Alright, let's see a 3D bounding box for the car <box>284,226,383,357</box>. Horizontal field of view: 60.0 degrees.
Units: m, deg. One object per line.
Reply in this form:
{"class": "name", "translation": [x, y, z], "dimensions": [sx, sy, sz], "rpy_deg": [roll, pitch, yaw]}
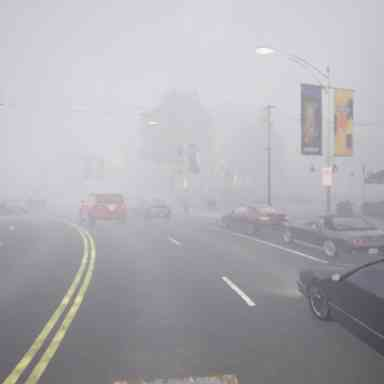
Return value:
{"class": "car", "translation": [3.193, 1.493, 4.083], "dimensions": [2.033, 1.411, 5.357], "rpy_deg": [0, 0, -6]}

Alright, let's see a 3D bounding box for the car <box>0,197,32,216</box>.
{"class": "car", "translation": [-16.684, 1.367, 30.887], "dimensions": [1.812, 1.442, 4.674], "rpy_deg": [-1, 0, -39]}

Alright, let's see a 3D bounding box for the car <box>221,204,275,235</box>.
{"class": "car", "translation": [3.210, 1.352, 17.577], "dimensions": [2.002, 1.452, 4.674], "rpy_deg": [-1, 1, -21]}

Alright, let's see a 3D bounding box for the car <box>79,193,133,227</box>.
{"class": "car", "translation": [-5.940, 1.072, 21.898], "dimensions": [2.150, 2.045, 5.566], "rpy_deg": [0, 0, -28]}

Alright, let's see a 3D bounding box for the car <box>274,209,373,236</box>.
{"class": "car", "translation": [5.013, 1.462, 12.138], "dimensions": [1.895, 1.301, 4.718], "rpy_deg": [0, 0, -11]}

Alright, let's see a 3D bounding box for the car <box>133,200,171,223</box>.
{"class": "car", "translation": [-3.141, 1.309, 23.921], "dimensions": [2.128, 1.511, 4.902], "rpy_deg": [0, 0, -28]}

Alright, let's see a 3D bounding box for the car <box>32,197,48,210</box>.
{"class": "car", "translation": [-18.211, 1.266, 38.286], "dimensions": [1.882, 1.535, 5.008], "rpy_deg": [-1, 0, -40]}
